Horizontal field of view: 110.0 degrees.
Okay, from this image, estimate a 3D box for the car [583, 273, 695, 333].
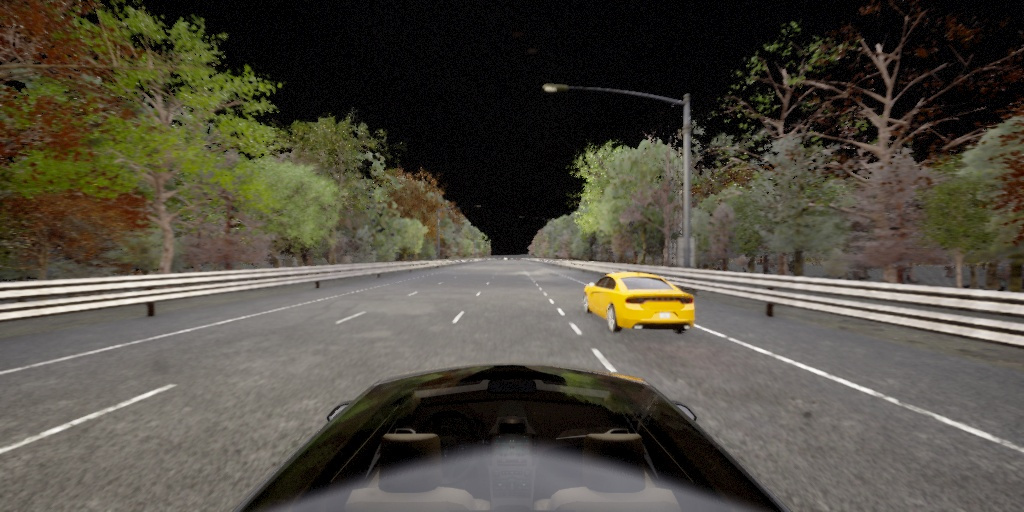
[{"bbox_3d":[3.495,1.233,10.797,1.882,1.535,5.008,0,0,-1],"label":"car"}]
